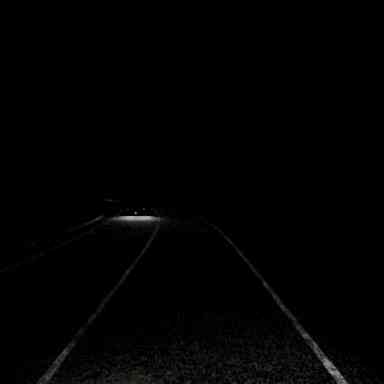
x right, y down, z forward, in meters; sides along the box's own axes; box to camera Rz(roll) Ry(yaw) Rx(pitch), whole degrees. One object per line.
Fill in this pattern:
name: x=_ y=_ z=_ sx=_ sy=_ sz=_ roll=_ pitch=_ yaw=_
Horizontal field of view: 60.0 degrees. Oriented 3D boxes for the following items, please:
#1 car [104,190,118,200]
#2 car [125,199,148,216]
car: x=-17.113 y=0.557 z=70.053 sx=2.150 sy=2.045 sz=5.566 roll=2 pitch=0 yaw=-25
car: x=-5.060 y=1.345 z=30.382 sx=2.033 sy=1.411 sz=5.357 roll=1 pitch=0 yaw=-8
